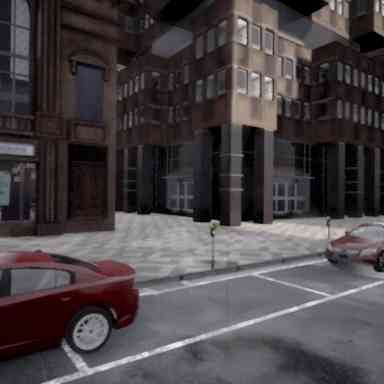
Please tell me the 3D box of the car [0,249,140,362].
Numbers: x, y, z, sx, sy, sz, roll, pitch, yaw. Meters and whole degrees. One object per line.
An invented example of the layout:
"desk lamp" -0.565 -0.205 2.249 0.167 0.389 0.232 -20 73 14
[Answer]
"car" -2.930 1.546 4.555 4.507 1.381 1.887 1 0 -36

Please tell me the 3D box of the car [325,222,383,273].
"car" 6.190 1.689 11.061 4.206 1.307 1.802 1 0 -36
